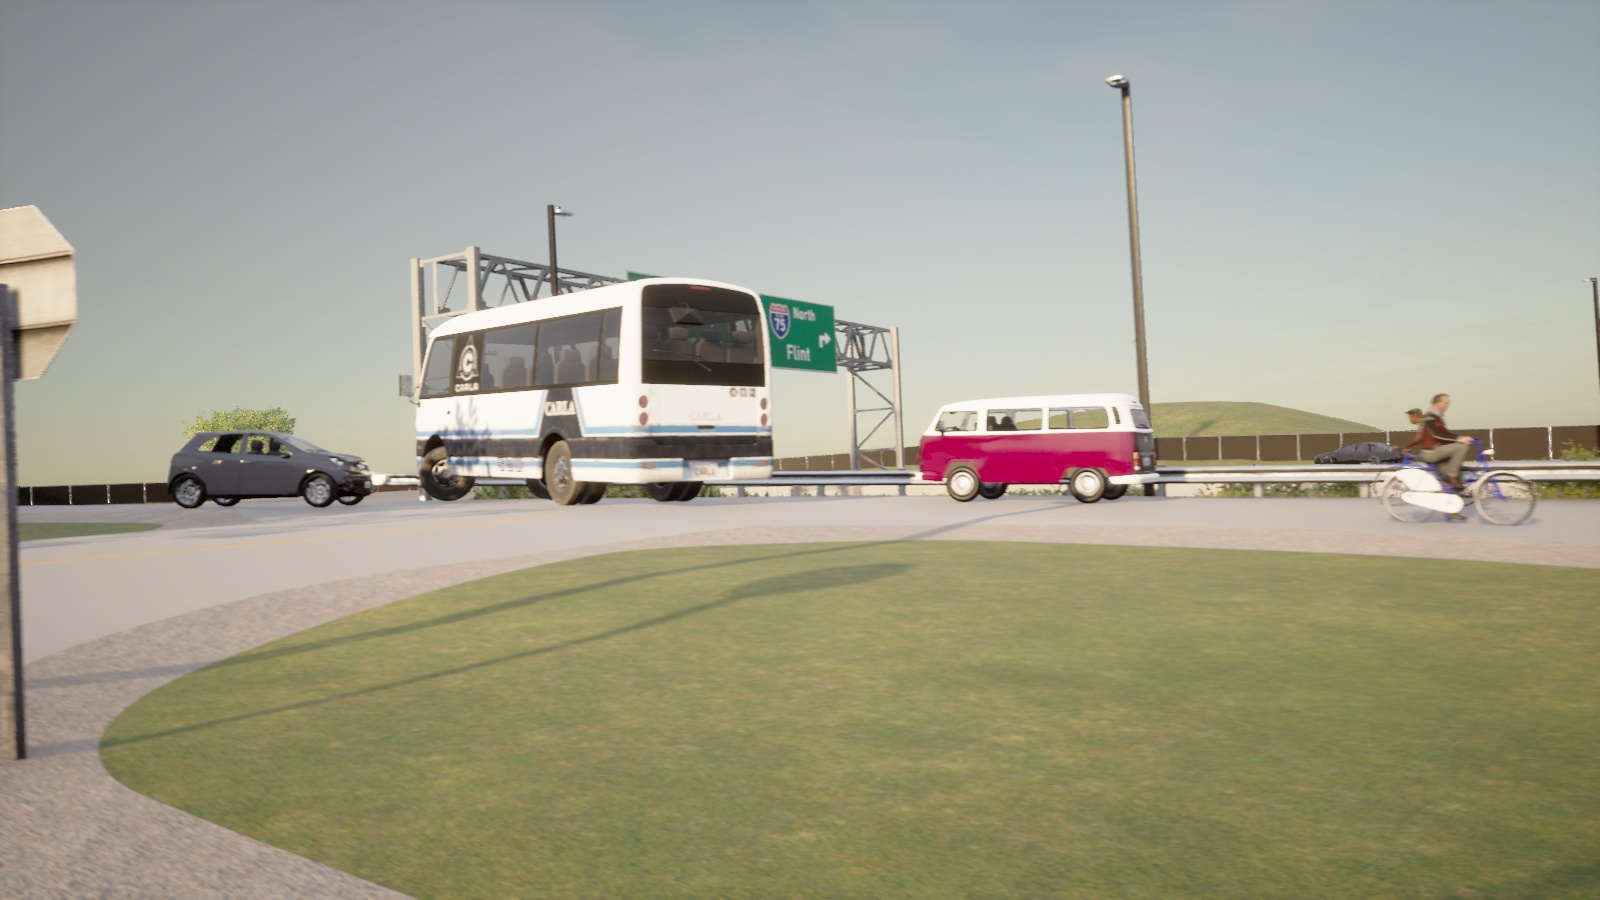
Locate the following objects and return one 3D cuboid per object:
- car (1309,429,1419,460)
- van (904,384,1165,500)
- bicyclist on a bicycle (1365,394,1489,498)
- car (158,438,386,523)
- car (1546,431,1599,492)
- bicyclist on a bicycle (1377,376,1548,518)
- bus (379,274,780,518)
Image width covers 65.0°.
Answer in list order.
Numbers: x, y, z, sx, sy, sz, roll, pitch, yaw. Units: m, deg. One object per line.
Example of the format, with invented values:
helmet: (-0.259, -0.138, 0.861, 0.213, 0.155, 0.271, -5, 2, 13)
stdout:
car: (31.435, -0.295, 70.160, 2.033, 1.411, 5.357, -3, 0, -30)
van: (4.517, -0.108, 24.270, 4.480, 2.038, 2.069, -2, 0, 29)
bicyclist on a bicycle: (10.184, -0.049, 20.417, 1.656, 1.620, 0.582, -2, 0, 41)
car: (-10.189, 0.585, 24.422, 3.633, 1.501, 1.845, -2, -1, 2)
car: (22.265, 0.213, 32.911, 4.514, 1.525, 2.007, -3, -1, 33)
bicyclist on a bicycle: (8.721, -0.034, 16.577, 1.843, 1.776, 0.659, -2, 2, 41)
bus: (-5.200, -0.931, 27.138, 3.944, 4.253, 10.273, -2, 0, -39)
